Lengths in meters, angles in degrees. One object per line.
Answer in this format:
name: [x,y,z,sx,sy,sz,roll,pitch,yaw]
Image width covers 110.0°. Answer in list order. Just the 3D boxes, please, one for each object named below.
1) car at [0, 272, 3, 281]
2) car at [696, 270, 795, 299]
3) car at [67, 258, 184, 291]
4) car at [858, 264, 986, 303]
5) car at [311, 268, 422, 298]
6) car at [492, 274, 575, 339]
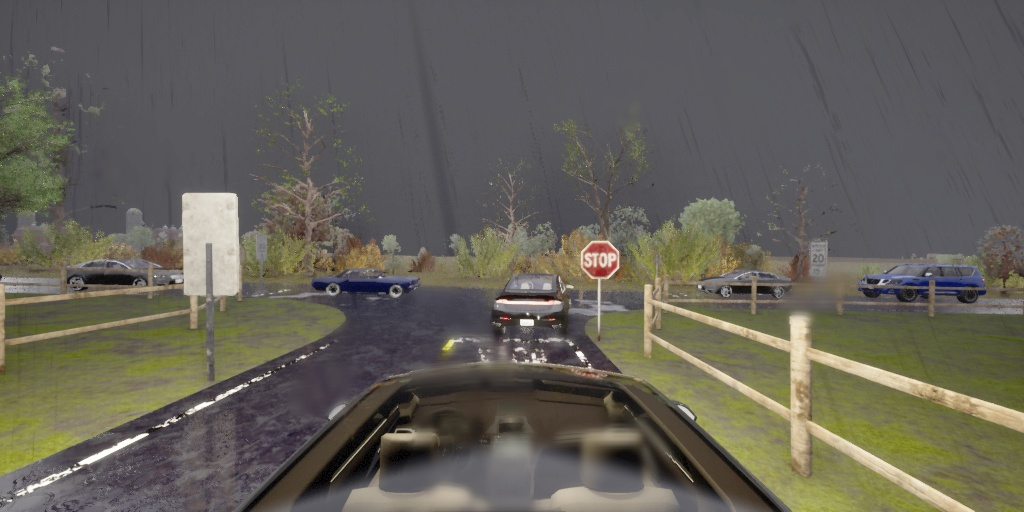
car: [-27.784,0.717,17.280,4.674,1.442,1.812,1,1,0]
car: [13.015,1.525,20.156,4.902,1.511,2.128,1,1,0]
car: [-18.480,0.885,17.266,4.902,1.511,2.128,1,1,0]
car: [22.911,1.466,20.138,5.566,2.045,2.150,1,1,0]
car: [-6.812,1.248,17.242,4.718,1.301,1.895,1,1,0]
car: [0.712,1.240,10.206,2.128,1.511,4.902,0,0,9]
